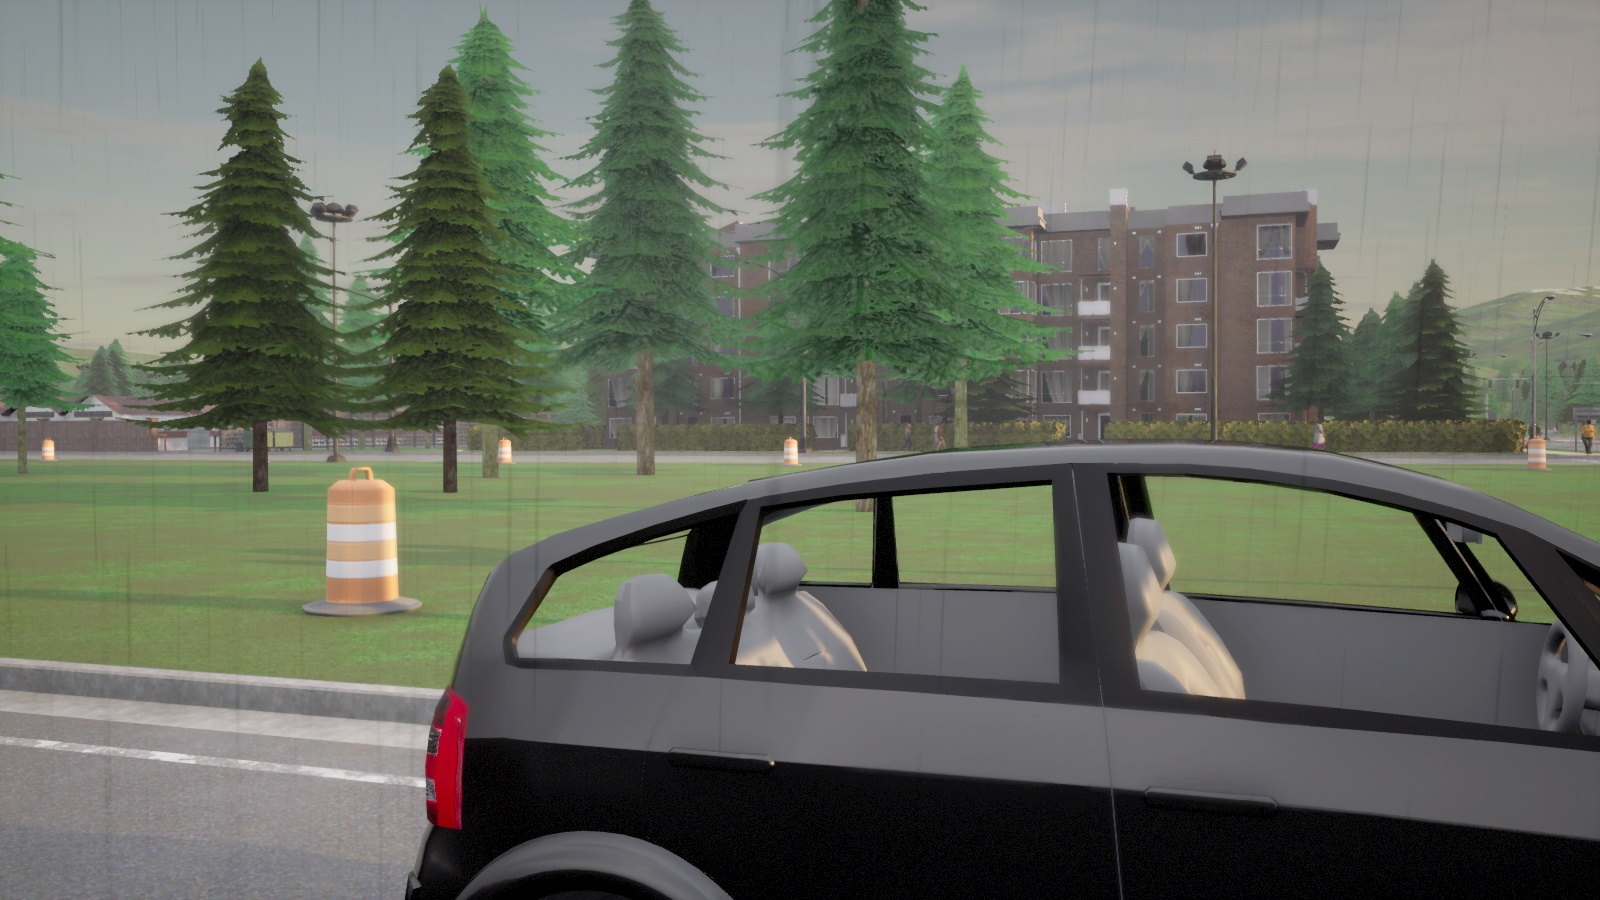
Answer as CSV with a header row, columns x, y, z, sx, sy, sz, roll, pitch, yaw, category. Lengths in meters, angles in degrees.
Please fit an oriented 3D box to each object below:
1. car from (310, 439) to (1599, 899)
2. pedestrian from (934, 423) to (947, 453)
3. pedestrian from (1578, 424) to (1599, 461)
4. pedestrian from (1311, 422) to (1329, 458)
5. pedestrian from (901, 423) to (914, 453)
x,y,z,sx,sy,sz,roll,pitch,yaw,category
1.036,0.764,2.844,3.705,1.549,1.789,0,1,19,car
8.609,-0.741,76.731,0.703,1.840,0.431,1,1,19,pedestrian
39.686,-0.396,63.117,0.874,1.855,0.900,1,1,26,pedestrian
28.975,-0.556,69.957,0.873,1.952,0.659,1,1,20,pedestrian
6.640,-0.760,77.464,0.694,1.848,0.540,1,1,19,pedestrian
